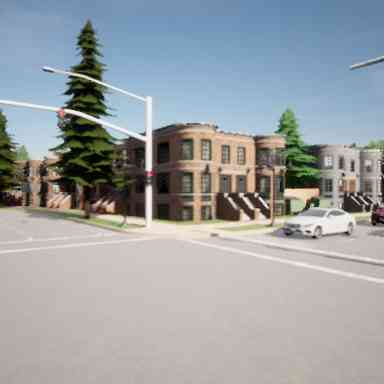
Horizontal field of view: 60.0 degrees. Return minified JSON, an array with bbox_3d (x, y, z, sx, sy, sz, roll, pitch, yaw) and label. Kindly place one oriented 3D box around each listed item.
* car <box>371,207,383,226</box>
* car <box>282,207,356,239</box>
[{"bbox_3d":[14.140,1.502,22.666,5.008,1.535,1.882,0,0,-35],"label":"car"},{"bbox_3d":[6.766,1.541,17.414,4.674,1.442,1.812,0,0,-36],"label":"car"}]
